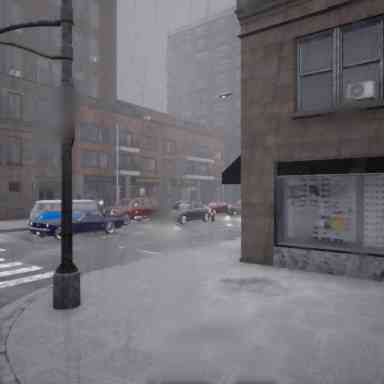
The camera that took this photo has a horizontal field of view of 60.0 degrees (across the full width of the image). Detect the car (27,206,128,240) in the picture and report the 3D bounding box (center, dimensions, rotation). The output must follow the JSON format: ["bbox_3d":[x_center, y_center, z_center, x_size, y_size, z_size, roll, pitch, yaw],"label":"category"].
[{"bbox_3d":[-5.889,1.617,17.332,1.895,1.301,4.718,0,0,37],"label":"car"}]

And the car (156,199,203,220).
[{"bbox_3d":[-0.971,1.466,28.808,1.967,1.590,4.097,0,0,36],"label":"car"}]

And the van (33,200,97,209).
[{"bbox_3d":[-7.526,1.358,19.736,1.690,1.788,3.998,0,0,36],"label":"van"}]

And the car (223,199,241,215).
[{"bbox_3d":[5.354,1.384,32.836,2.097,1.767,4.553,0,0,36],"label":"car"}]

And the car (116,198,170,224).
[{"bbox_3d":[-4.248,1.337,24.272,2.192,1.841,5.009,0,0,36],"label":"car"}]

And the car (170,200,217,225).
[{"bbox_3d":[-0.418,1.529,24.862,1.837,1.490,4.892,0,0,36],"label":"car"}]

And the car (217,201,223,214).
[{"bbox_3d":[2.307,1.575,33.343,1.887,1.381,4.507,0,0,36],"label":"car"}]
